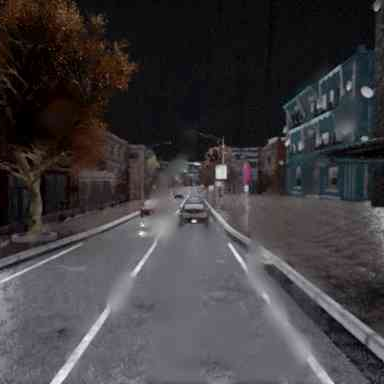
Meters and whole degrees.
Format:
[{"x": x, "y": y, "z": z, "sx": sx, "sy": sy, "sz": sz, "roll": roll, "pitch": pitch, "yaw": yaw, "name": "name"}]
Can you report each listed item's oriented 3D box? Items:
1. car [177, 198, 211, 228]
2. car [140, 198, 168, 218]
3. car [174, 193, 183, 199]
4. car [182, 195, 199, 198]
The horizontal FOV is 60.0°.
[{"x": 0.128, "y": 1.393, "z": 21.461, "sx": 1.837, "sy": 1.490, "sz": 4.892, "roll": 0, "pitch": 1, "yaw": 0, "name": "car"}, {"x": -3.101, "y": 1.291, "z": 27.874, "sx": 1.882, "sy": 1.535, "sz": 5.008, "roll": 0, "pitch": 1, "yaw": 1, "name": "car"}, {"x": -2.682, "y": 0.838, "z": 68.743, "sx": 1.895, "sy": 1.301, "sz": 4.718, "roll": 0, "pitch": 1, "yaw": 0, "name": "car"}, {"x": 0.206, "y": 1.201, "z": 39.551, "sx": 2.033, "sy": 1.411, "sz": 5.357, "roll": 0, "pitch": 1, "yaw": 0, "name": "car"}]
